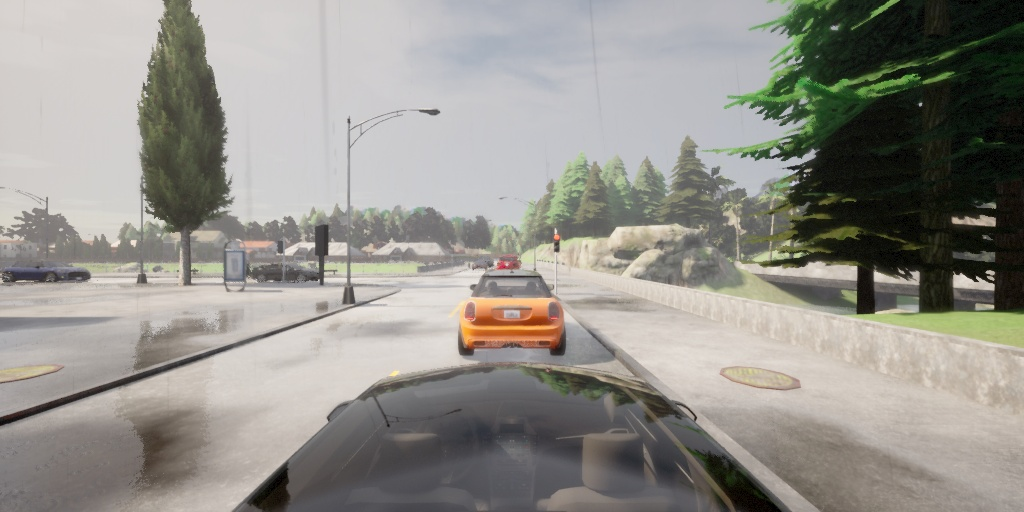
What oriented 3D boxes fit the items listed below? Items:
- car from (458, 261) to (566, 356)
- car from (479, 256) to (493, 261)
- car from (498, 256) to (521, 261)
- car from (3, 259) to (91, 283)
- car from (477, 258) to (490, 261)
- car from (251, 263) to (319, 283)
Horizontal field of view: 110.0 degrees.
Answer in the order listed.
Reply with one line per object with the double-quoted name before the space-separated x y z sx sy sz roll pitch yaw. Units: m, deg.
"car" -0.003 1.102 8.792 2.097 1.767 4.553 0 0 0
"car" -4.622 0.971 60.793 2.150 2.045 5.566 0 0 0
"car" -0.337 0.971 38.205 2.150 2.045 5.566 0 0 3
"car" -34.722 1.101 26.878 4.553 1.767 2.097 0 0 -1
"car" -4.549 1.314 51.197 1.994 1.385 4.181 0 0 0
"car" -16.837 1.255 27.039 4.892 1.490 1.837 0 0 0
